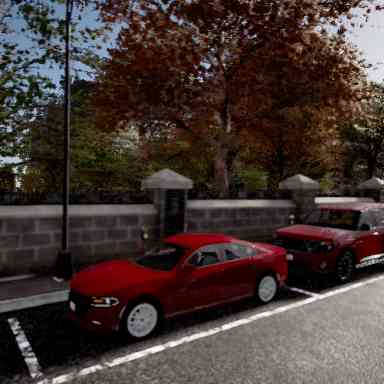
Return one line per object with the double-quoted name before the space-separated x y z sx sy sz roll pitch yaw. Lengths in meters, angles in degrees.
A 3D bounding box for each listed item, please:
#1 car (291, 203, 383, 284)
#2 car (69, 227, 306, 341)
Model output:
"car" 4.462 1.276 9.719 5.009 1.841 2.192 0 1 -35
"car" -0.036 1.529 6.516 4.507 1.381 1.887 0 1 -35
